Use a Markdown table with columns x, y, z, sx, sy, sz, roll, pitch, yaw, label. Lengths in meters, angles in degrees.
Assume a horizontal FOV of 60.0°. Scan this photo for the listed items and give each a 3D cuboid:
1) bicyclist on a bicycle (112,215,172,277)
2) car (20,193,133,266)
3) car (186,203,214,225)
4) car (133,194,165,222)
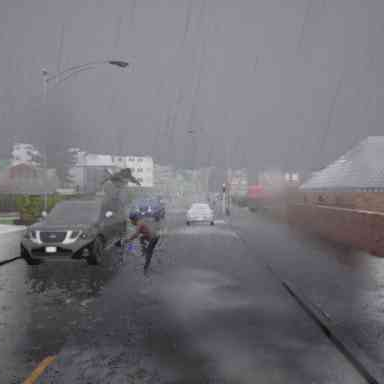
| x | y | z | sx | sy | sz | roll | pitch | yaw | label |
| --- | --- | --- | --- | --- | --- | --- | --- | --- | --- |
| -1.365 | 1.452 | 8.979 | 1.656 | 1.620 | 0.582 | -2 | 0 | 1 | bicyclist on a bicycle |
| -3.858 | 1.217 | 12.008 | 2.150 | 2.045 | 5.566 | 0 | 1 | 1 | car |
| 0.580 | 1.526 | 23.648 | 1.812 | 1.442 | 4.674 | 0 | 0 | 1 | car |
| -3.453 | 1.223 | 26.793 | 2.150 | 2.045 | 5.566 | 0 | 0 | 1 | car |
